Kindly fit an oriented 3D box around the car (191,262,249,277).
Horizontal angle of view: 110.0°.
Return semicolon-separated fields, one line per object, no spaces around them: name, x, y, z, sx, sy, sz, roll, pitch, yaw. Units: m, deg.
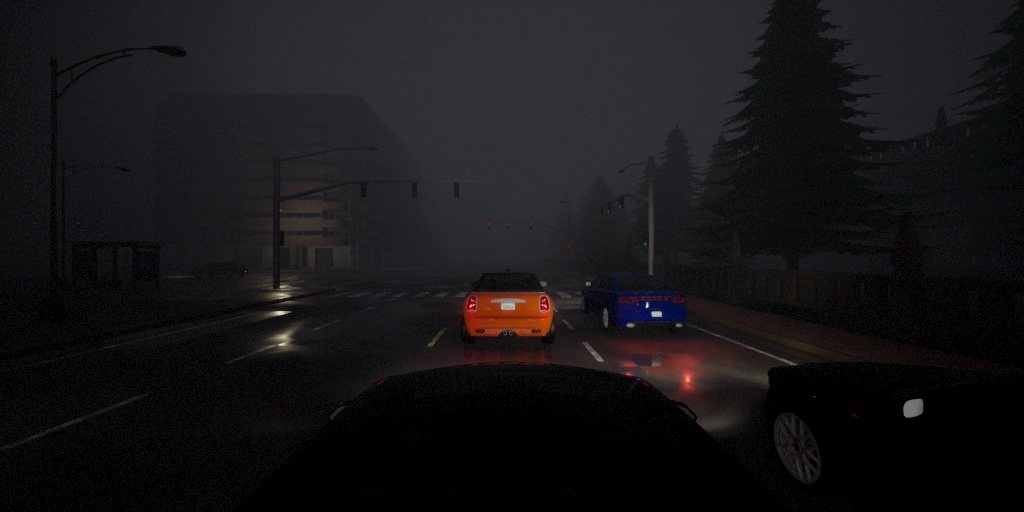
car;-28.955;1.310;35.632;4.892;1.490;1.837;0;0;-1

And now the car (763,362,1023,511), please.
car;3.288;1.228;1.443;1.882;1.535;5.008;0;0;3

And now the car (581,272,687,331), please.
car;3.419;1.228;10.969;1.882;1.535;5.008;0;0;0

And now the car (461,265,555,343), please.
car;-0.081;1.102;9.825;2.097;1.767;4.553;0;0;0
